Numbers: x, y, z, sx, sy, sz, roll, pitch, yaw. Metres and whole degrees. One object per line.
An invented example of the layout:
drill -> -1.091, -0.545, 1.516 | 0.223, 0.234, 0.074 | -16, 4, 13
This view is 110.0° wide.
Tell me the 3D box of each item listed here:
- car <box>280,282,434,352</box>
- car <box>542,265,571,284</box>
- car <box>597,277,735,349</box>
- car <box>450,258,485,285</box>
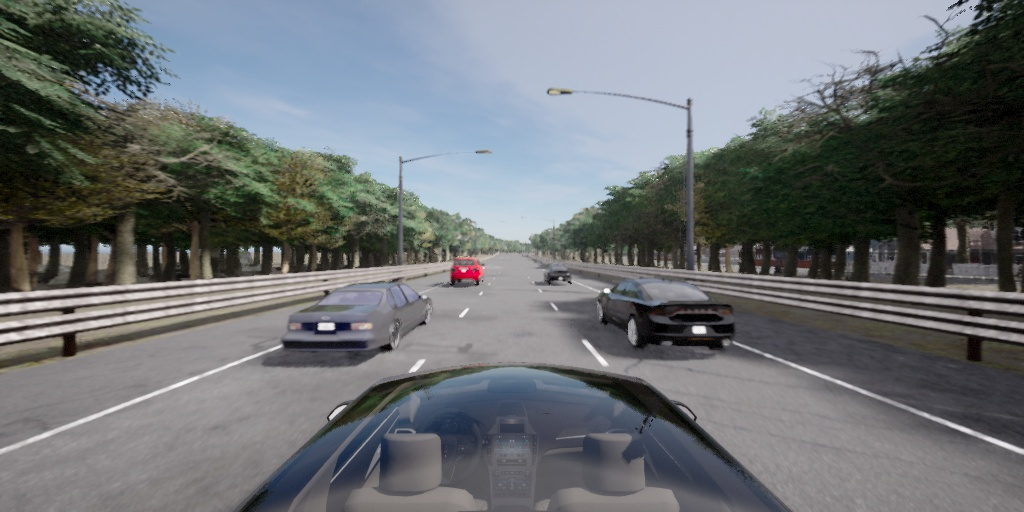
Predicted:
car -> -3.402, 1.355, 9.076 | 2.033, 1.411, 5.357 | 0, 0, 0
car -> 3.595, 1.438, 28.927 | 1.837, 1.490, 4.892 | 0, 0, 0
car -> 3.597, 1.287, 9.366 | 1.882, 1.535, 5.008 | 0, 0, 0
car -> -3.405, 1.150, 27.924 | 2.150, 2.045, 5.566 | 0, 0, 0
